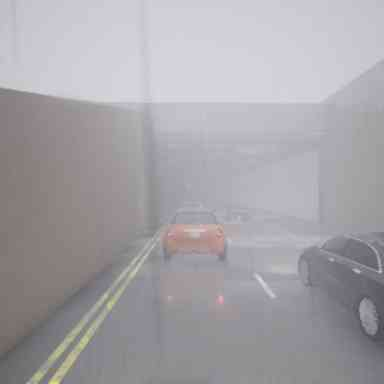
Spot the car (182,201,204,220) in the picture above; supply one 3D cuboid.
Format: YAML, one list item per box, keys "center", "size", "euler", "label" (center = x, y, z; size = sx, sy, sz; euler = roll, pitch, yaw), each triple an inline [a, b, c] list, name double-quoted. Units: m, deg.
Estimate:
- center: [0.085, 1.592, 30.001]
  size: [1.812, 1.442, 4.674]
  euler: [0, 0, 0]
  label: "car"

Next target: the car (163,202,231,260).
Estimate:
- center: [0.095, 1.381, 12.709]
  size: [2.097, 1.767, 4.553]
  euler: [0, 0, 0]
  label: "car"

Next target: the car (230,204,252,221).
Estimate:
- center: [3.596, 1.662, 27.380]
  size: [1.895, 1.301, 4.718]
  euler: [0, 0, 0]
  label: "car"

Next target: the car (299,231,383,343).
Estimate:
- center: [3.586, 1.522, 6.437]
  size: [1.837, 1.490, 4.892]
  euler: [0, 0, 0]
  label: "car"
